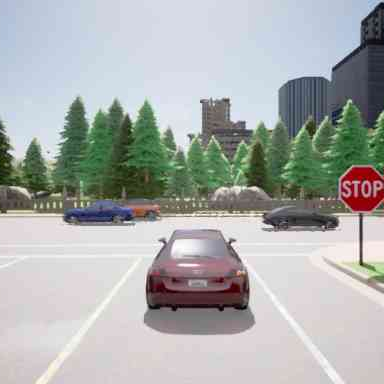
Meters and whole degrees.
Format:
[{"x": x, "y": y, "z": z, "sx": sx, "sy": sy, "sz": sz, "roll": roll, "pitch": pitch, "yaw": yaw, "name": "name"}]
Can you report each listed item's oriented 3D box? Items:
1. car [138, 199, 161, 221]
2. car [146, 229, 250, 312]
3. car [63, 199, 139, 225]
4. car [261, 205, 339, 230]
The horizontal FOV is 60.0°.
[{"x": -4.868, "y": 1.386, "z": 27.331, "sx": 4.553, "sy": 1.767, "sz": 2.097, "roll": 0, "pitch": 0, "yaw": -2, "name": "car"}, {"x": 0.127, "y": 1.563, "z": 7.819, "sx": 1.994, "sy": 1.385, "sz": 4.181, "roll": 0, "pitch": 0, "yaw": 1, "name": "car"}, {"x": -6.582, "y": 1.512, "z": 23.763, "sx": 5.008, "sy": 1.535, "sz": 1.882, "roll": 0, "pitch": 0, "yaw": -2, "name": "car"}, {"x": 6.640, "y": 1.561, "z": 20.569, "sx": 4.674, "sy": 1.442, "sz": 1.812, "roll": 0, "pitch": 0, "yaw": -2, "name": "car"}]
